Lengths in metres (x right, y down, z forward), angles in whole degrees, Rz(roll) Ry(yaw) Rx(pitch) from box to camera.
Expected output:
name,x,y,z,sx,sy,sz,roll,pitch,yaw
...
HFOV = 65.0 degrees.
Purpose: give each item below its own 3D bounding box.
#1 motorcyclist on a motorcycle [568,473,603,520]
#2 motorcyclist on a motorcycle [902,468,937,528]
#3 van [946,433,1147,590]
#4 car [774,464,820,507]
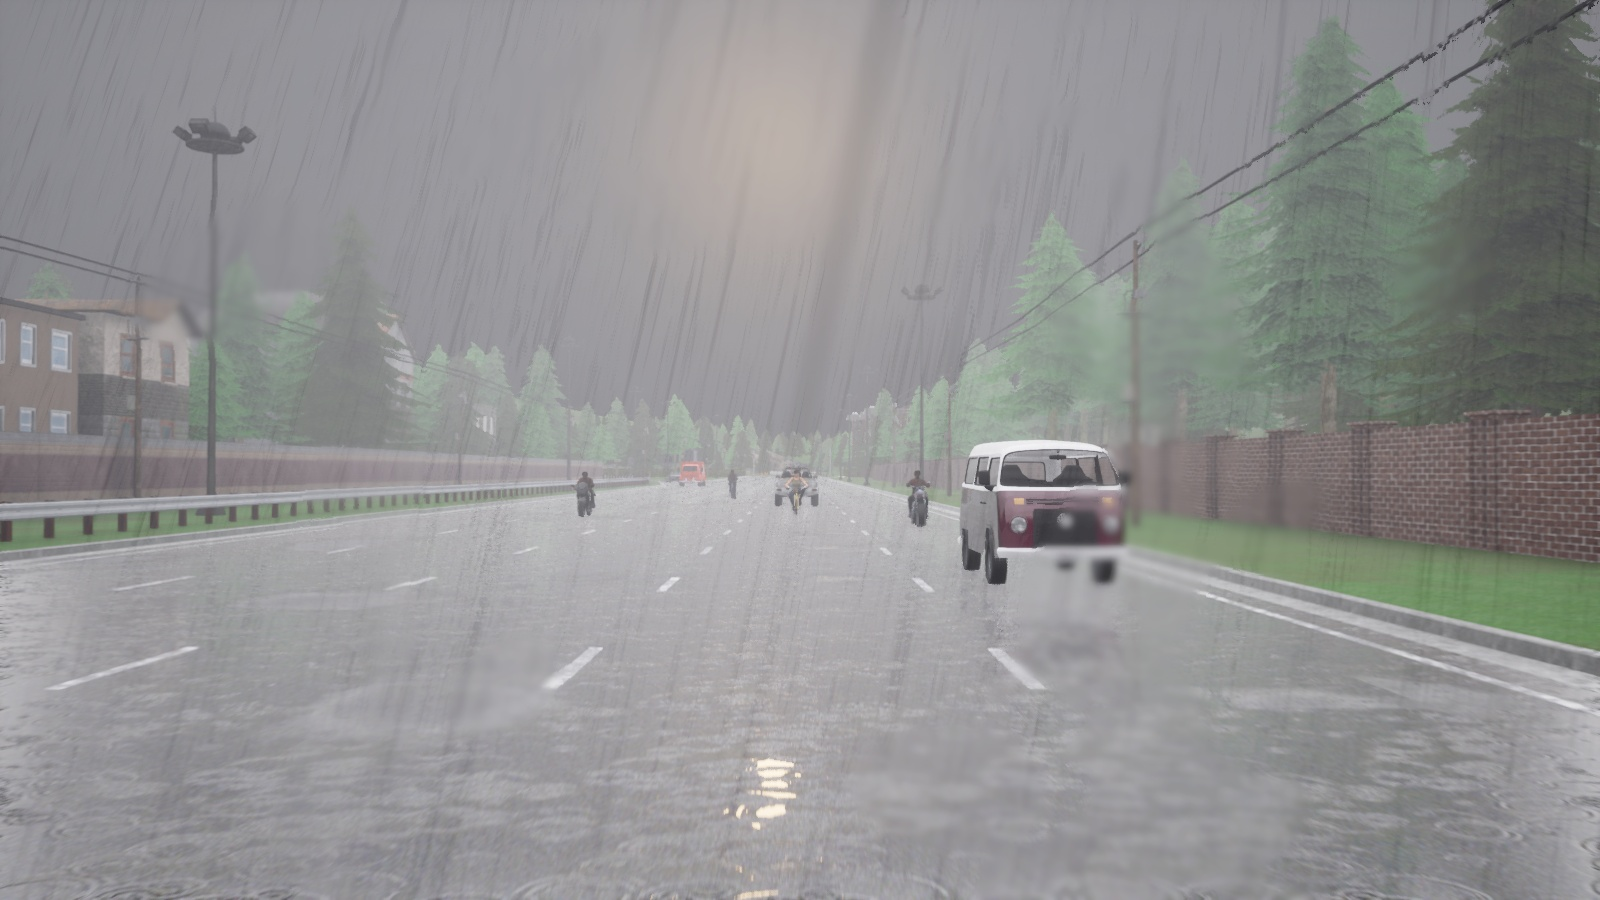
name,x,y,z,sx,sy,sz,roll,pitch,yaw
motorcyclist on a motorcycle,-7.100,1.522,41.610,0.797,1.523,2.044,0,-1,0
motorcyclist on a motorcycle,3.413,1.355,36.076,0.766,1.649,2.350,0,-1,0
van,3.454,0.834,18.525,2.069,2.038,4.480,0,-1,0
car,-0.136,1.573,56.128,1.932,1.855,4.605,0,-1,0
